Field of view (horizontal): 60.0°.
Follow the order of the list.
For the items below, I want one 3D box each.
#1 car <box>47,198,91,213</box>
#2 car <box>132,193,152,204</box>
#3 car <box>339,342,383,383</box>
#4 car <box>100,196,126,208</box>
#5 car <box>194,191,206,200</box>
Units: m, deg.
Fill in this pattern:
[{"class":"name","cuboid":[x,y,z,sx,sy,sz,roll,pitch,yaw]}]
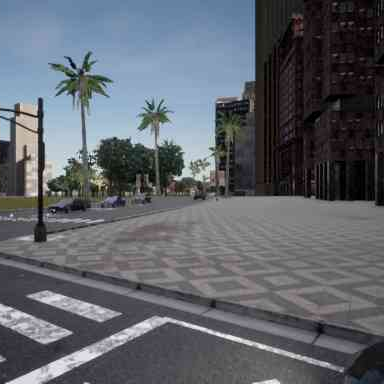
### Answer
[{"class":"car","cuboid":[-12.435,1.363,34.170,2.033,1.411,5.357,0,0,14]},{"class":"car","cuboid":[-8.088,0.995,53.645,2.097,1.767,4.553,0,1,11]},{"class":"car","cuboid":[3.208,1.505,1.422,4.892,1.490,1.837,0,0,34]},{"class":"car","cuboid":[-10.213,1.260,43.564,1.812,1.442,4.674,0,1,13]},{"class":"car","cuboid":[1.707,0.692,71.364,2.150,2.045,5.566,0,1,8]}]
